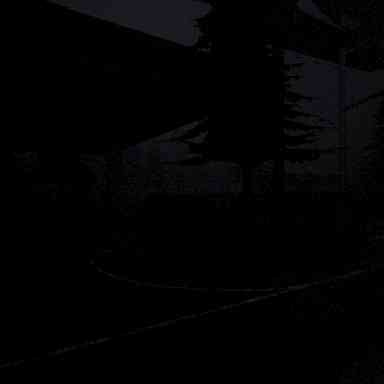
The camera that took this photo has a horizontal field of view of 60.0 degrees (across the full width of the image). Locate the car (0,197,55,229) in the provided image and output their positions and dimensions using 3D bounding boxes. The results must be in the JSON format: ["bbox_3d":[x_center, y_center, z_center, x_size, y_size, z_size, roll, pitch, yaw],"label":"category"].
[{"bbox_3d":[-11.876,1.313,23.538,3.866,1.878,1.905,0,0,-36],"label":"car"}]
